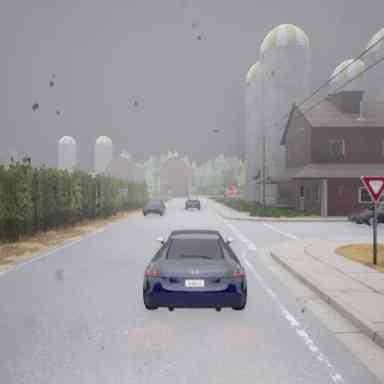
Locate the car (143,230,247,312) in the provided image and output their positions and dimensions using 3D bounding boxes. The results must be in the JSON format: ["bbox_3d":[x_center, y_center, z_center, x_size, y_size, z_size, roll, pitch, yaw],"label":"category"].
[{"bbox_3d":[0.079,1.563,7.815,1.994,1.385,4.181,0,0,1],"label":"car"}]

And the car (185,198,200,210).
[{"bbox_3d":[0.092,1.487,43.756,2.128,1.511,4.902,0,0,-1],"label":"car"}]

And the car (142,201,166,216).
[{"bbox_3d":[-3.580,1.544,32.368,2.033,1.411,5.357,0,0,0],"label":"car"}]

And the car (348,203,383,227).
[{"bbox_3d":[12.900,1.475,21.925,4.892,1.490,1.837,0,0,-1],"label":"car"}]
